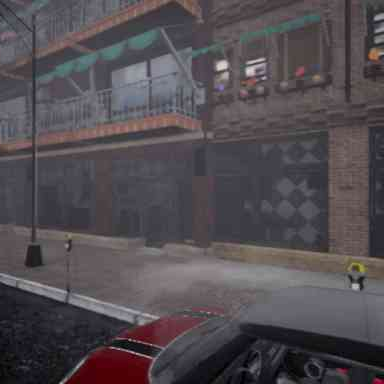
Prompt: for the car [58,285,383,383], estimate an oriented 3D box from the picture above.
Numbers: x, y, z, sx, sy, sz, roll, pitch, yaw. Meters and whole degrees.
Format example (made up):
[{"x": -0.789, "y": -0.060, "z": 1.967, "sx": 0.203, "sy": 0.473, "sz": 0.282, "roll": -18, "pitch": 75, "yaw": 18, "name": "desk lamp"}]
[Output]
[{"x": 0.798, "y": 1.445, "z": 2.297, "sx": 4.097, "sy": 1.590, "sz": 1.967, "roll": -1, "pitch": 0, "yaw": 35, "name": "car"}]
